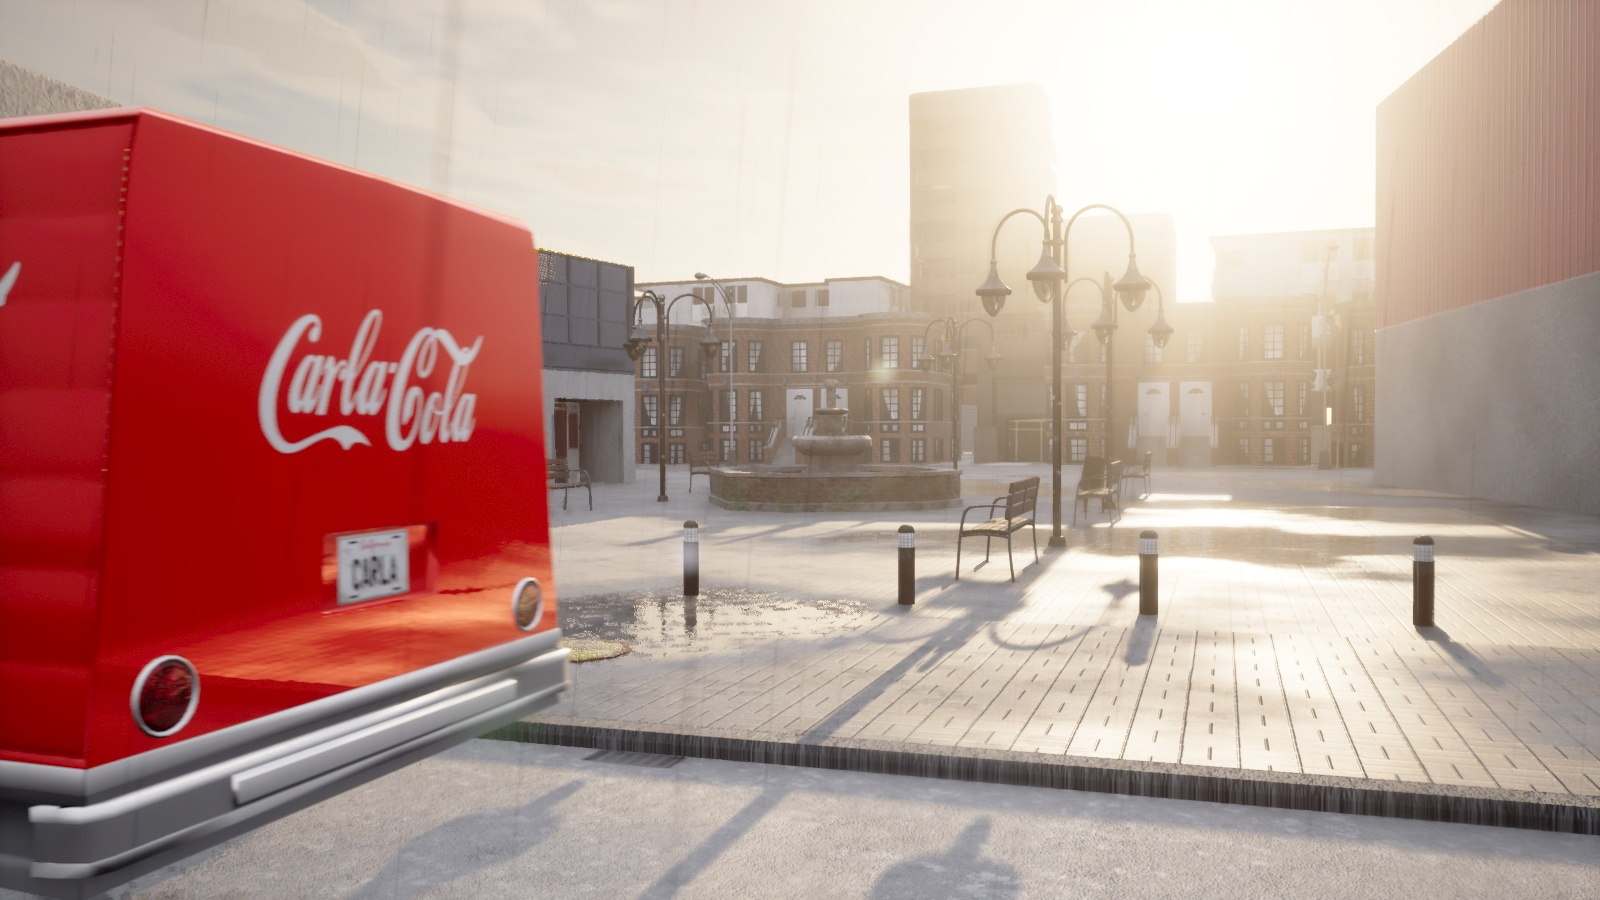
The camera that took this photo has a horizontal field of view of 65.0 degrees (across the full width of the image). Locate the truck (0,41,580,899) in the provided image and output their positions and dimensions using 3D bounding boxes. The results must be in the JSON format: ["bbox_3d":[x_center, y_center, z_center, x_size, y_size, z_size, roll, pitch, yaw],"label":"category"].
[{"bbox_3d":[-3.836,0.245,5.001,5.204,2.467,2.627,1,1,19],"label":"truck"}]
